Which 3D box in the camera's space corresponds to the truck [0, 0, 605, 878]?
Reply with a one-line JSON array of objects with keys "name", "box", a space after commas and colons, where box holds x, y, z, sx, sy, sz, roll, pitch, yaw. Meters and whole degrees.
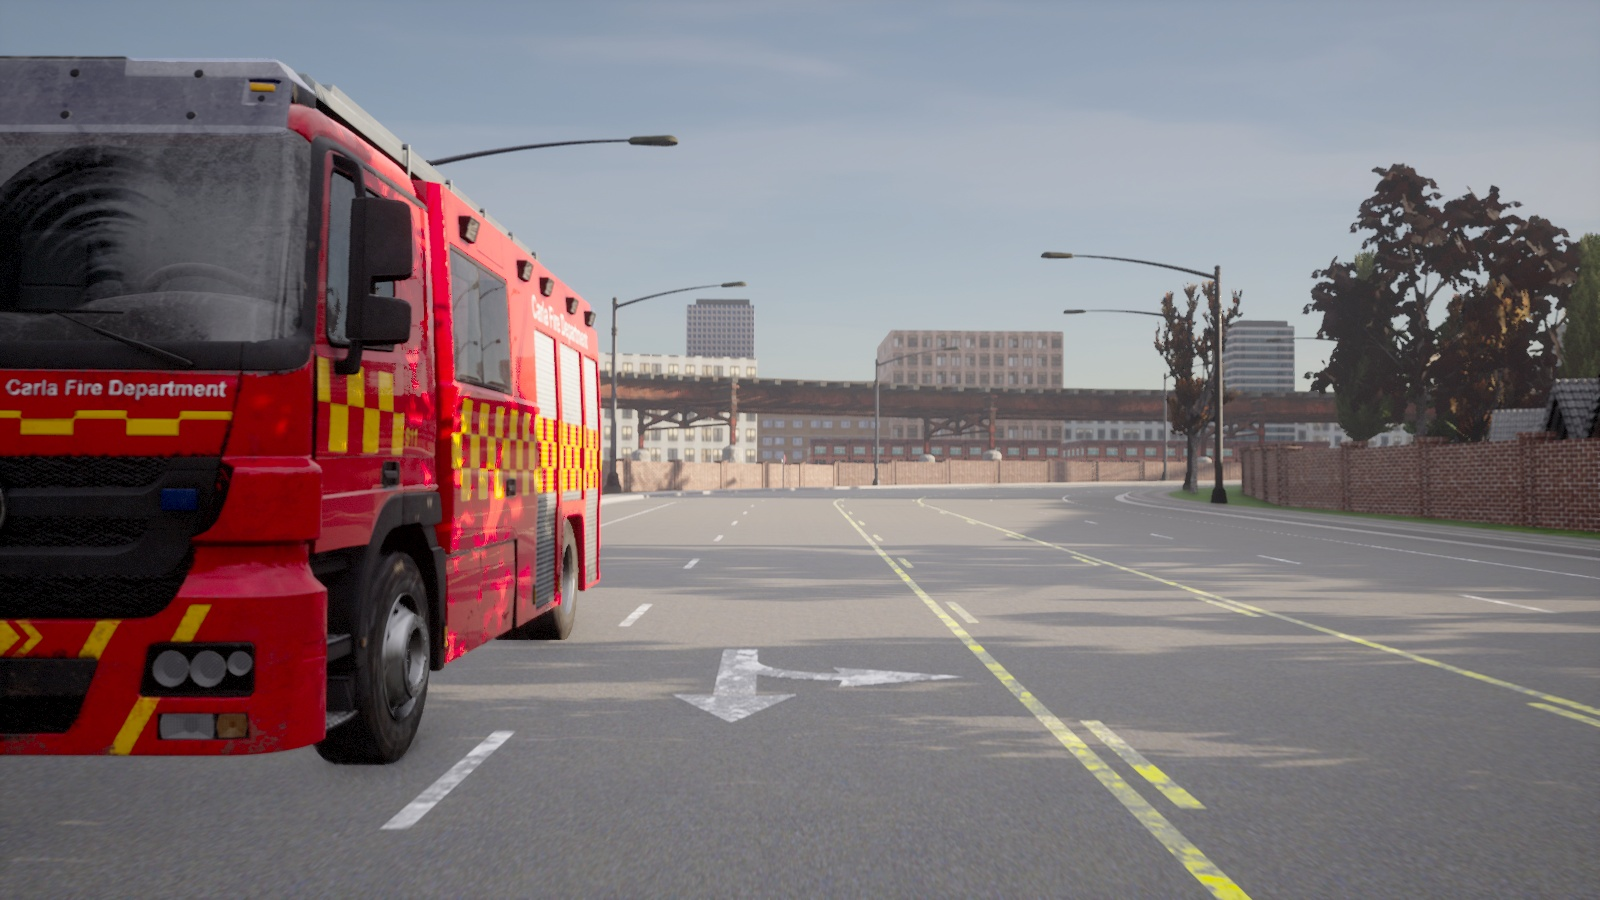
[{"name": "truck", "box": [-3.526, -0.152, 9.201, 2.891, 3.827, 8.468, 0, -1, 0]}]
